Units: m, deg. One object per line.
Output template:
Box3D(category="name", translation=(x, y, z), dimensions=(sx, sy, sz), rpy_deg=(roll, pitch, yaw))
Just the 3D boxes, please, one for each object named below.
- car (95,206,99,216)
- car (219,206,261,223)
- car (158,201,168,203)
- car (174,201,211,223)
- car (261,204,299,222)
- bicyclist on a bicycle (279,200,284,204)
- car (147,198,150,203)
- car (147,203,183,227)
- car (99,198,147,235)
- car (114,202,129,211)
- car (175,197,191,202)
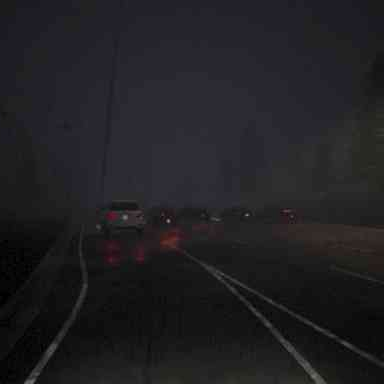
Box3D(category="car", translation=(-10.641, 2.159, 40.460), dimensions=(1.994, 1.385, 4.181), rpy_deg=(0, -1, -18))
Box3D(category="car", translation=(3.932, 1.903, 29.245), dimensions=(1.994, 1.385, 4.181), rpy_deg=(0, -1, -18))
Box3D(category="car", translation=(-5.005, 2.308, 57.098), dimensions=(2.033, 1.411, 5.357), rpy_deg=(0, -1, -18))
Box3D(category="car", translation=(0.130, 1.852, 29.651), dimensions=(1.882, 1.535, 5.008), rpy_deg=(0, -1, -18))
Box3D(category="car", translation=(7.486, 1.808, 29.612), dimensions=(2.128, 1.511, 4.902), rpy_deg=(0, -1, -18))
Box3D(category="bicyclist on a bicycle", translation=(9.640, 1.681, 35.936), dimensions=(1.656, 1.620, 0.582), rpy_deg=(-1, -1, -18))
Box3D(category="car", translation=(-8.604, 2.007, 56.867), dimensions=(2.150, 2.045, 5.566), rpy_deg=(0, -1, -18))
Box3D(category="car", translation=(-2.435, 1.855, 26.163), dimensions=(1.837, 1.490, 4.892), rpy_deg=(0, -1, -18))
Box3D(category="car", translation=(-4.533, 1.525, 21.142), dimensions=(2.150, 2.045, 5.566), rpy_deg=(0, -1, -17))
Box3D(category="car", translation=(-11.793, 2.339, 55.348), dimensions=(2.033, 1.411, 5.357), rpy_deg=(0, -1, -18))
Box3D(category="car", translation=(-1.680, 1.970, 58.189), dimensions=(2.150, 2.045, 5.566), rpy_deg=(0, -1, -18))
